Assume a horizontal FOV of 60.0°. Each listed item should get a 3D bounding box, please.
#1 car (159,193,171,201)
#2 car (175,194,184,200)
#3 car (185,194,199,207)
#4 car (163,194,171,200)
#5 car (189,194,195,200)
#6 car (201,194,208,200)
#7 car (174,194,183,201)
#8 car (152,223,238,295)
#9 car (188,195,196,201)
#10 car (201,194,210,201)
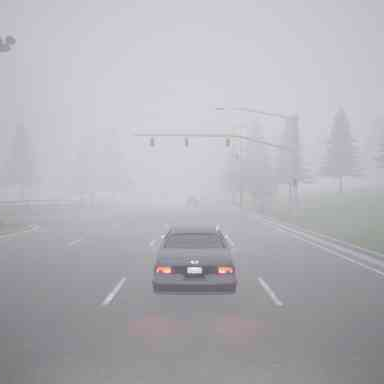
[{"bbox_3d":[-6.998,1.216,83.601,2.150,2.045,5.566,0,0,0],"label":"car"},{"bbox_3d":[-3.498,1.356,93.990,2.128,1.511,4.902,0,0,0],"label":"car"},{"bbox_3d":[-0.001,1.351,52.927,2.097,1.767,4.553,0,0,0],"label":"car"},{"bbox_3d":[-6.998,1.384,93.991,1.994,1.385,4.181,0,0,0],"label":"car"},{"bbox_3d":[0.002,1.309,93.990,1.882,1.535,5.008,0,0,0],"label":"car"},{"bbox_3d":[3.502,1.309,93.990,1.882,1.535,5.008,0,0,0],"label":"car"},{"bbox_3d":[-3.498,1.515,83.987,1.812,1.442,4.674,0,0,0],"label":"car"},{"bbox_3d":[0.067,1.547,8.888,2.033,1.411,5.357,0,0,0],"label":"car"},{"bbox_3d":[0.002,1.530,83.570,2.033,1.411,5.357,0,0,0],"label":"car"},{"bbox_3d":[3.502,1.490,83.570,1.837,1.490,4.892,0,0,0],"label":"car"}]
